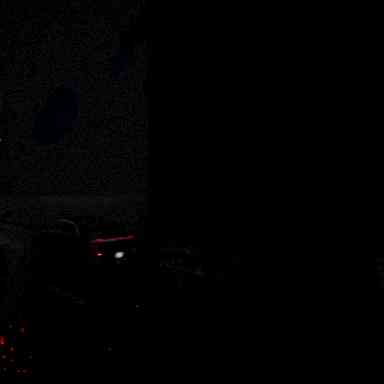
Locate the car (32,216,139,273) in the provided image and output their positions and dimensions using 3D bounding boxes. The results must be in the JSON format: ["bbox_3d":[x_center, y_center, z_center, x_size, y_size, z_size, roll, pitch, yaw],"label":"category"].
[{"bbox_3d":[-3.708,1.557,11.037,2.128,1.511,4.902,0,0,-44],"label":"car"}]

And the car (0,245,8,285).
[{"bbox_3d":[-6.354,1.600,8.729,1.837,1.490,4.892,-1,0,-44],"label":"car"}]
